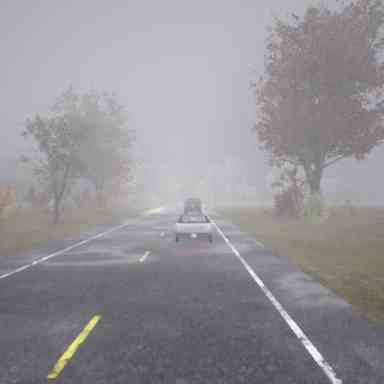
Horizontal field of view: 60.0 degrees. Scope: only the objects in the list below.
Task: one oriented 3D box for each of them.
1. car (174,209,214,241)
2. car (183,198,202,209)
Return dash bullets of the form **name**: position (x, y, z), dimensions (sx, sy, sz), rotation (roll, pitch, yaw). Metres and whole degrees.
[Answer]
- **car**: position (0.093, 1.804, 17.861), dimensions (1.895, 1.301, 4.718), rotation (0, -1, 0)
- **car**: position (0.104, 1.741, 41.965), dimensions (2.150, 2.045, 5.566), rotation (0, -1, 0)
